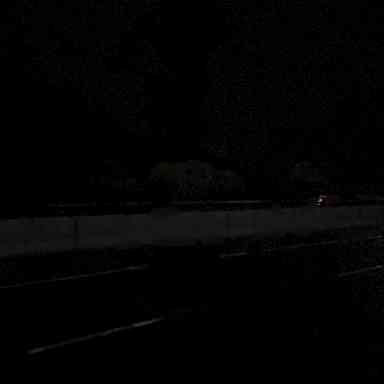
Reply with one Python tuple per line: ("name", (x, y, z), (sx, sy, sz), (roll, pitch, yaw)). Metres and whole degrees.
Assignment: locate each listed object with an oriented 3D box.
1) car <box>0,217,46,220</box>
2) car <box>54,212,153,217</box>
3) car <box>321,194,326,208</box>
("car", (-9.487, 1.259, 18.626), (4.181, 1.385, 1.994), (0, 1, -34))
("car", (-4.569, 1.293, 17.785), (5.357, 1.411, 2.033), (0, 1, -33))
("car", (16.820, 1.002, 41.703), (4.553, 1.767, 2.097), (0, 1, -25))
